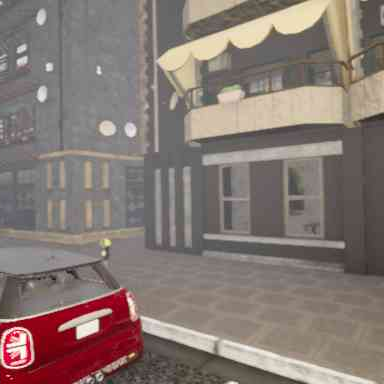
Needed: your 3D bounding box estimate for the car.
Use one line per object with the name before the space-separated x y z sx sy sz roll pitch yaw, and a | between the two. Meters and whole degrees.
car | -2.681 1.492 4.643 4.097 1.590 1.967 -1 -1 35
